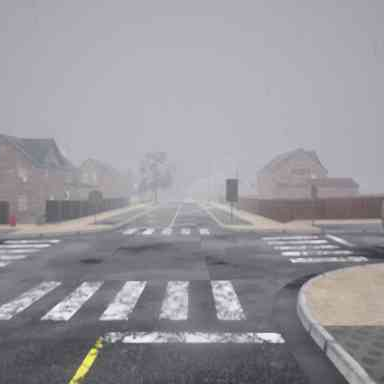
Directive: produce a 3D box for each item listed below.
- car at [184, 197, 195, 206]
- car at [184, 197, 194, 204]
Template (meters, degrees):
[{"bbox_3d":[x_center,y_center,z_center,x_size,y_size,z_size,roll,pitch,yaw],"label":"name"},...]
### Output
[{"bbox_3d":[-0.453,1.600,56.789,1.812,1.442,4.674,0,0,-1],"label":"car"},{"bbox_3d":[-0.597,1.701,66.817,1.994,1.385,4.181,0,0,-2],"label":"car"}]
